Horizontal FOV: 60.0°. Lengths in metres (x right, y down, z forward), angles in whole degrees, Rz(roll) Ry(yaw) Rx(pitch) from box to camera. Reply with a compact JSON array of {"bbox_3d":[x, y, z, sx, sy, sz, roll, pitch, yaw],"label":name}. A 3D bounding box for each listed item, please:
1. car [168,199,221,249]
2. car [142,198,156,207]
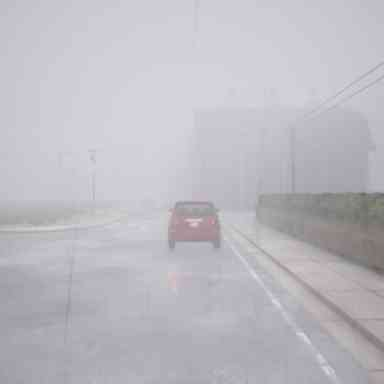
[{"bbox_3d":[0.095,1.343,15.275,2.150,2.045,5.566,0,0,0],"label":"car"},{"bbox_3d":[-8.016,1.845,62.721,2.097,1.767,4.553,0,0,2],"label":"car"}]
